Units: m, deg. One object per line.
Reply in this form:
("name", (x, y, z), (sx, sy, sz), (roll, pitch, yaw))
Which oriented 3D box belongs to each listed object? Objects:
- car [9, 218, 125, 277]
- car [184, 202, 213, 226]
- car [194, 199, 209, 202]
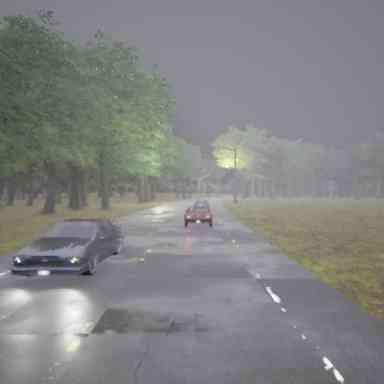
("car", (-3.512, 1.556, 10.608), (2.033, 1.411, 5.357), (0, 0, 1))
("car", (0.471, 1.618, 23.594), (1.895, 1.301, 4.718), (0, 0, 2))
("car", (1.214, 1.542, 41.928), (1.994, 1.385, 4.181), (0, 0, 3))
